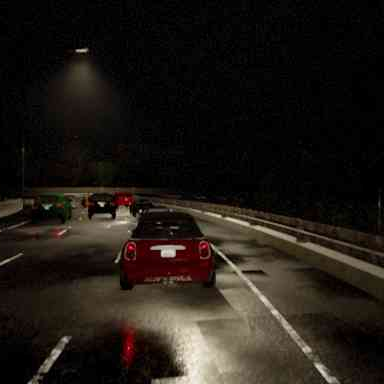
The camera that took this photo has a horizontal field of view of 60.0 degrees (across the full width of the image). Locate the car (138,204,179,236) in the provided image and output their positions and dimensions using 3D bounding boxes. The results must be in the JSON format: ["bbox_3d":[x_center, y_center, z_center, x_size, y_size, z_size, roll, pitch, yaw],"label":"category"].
[{"bbox_3d":[-2.024,1.479,18.775,1.994,1.385,4.181,0,0,-10],"label":"car"}]

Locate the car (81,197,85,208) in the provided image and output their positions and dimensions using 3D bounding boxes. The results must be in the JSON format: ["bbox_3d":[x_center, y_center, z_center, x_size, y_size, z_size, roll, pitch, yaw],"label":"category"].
[{"bbox_3d":[-13.733,1.280,44.774,1.882,1.535,5.008,0,0,-24],"label":"car"}]

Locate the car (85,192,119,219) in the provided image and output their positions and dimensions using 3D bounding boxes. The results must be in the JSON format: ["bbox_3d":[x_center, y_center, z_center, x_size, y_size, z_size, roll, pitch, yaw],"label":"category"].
[{"bbox_3d":[-7.558,1.097,28.008,2.150,2.045,5.566,0,0,-15],"label":"car"}]

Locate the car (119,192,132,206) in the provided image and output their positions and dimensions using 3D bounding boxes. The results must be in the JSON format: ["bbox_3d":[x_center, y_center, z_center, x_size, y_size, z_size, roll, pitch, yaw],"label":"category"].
[{"bbox_3d":[-9.057,1.030,42.924,2.150,2.045,5.566,0,0,-23],"label":"car"}]

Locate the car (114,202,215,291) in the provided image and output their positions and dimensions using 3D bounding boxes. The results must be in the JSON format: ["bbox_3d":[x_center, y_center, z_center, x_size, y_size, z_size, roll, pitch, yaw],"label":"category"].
[{"bbox_3d":[-0.696,1.309,9.140,2.097,1.767,4.553,0,0,-5],"label":"car"}]

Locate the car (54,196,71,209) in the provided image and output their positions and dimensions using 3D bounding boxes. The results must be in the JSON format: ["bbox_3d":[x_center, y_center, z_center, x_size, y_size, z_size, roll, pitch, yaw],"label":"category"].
[{"bbox_3d":[-17.081,1.313,43.680,1.837,1.490,4.892,0,0,-24],"label":"car"}]

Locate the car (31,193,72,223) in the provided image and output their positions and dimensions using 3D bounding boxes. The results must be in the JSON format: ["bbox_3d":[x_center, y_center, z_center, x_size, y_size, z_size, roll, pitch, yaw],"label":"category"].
[{"bbox_3d":[-10.209,1.117,24.517,2.150,2.045,5.566,0,1,-14],"label":"car"}]

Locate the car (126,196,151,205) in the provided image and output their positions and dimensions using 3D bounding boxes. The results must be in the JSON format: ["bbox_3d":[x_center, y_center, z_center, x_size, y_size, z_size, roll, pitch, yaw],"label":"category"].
[{"bbox_3d":[-4.600,1.369,30.186,1.837,1.490,4.892,0,0,-16],"label":"car"}]
